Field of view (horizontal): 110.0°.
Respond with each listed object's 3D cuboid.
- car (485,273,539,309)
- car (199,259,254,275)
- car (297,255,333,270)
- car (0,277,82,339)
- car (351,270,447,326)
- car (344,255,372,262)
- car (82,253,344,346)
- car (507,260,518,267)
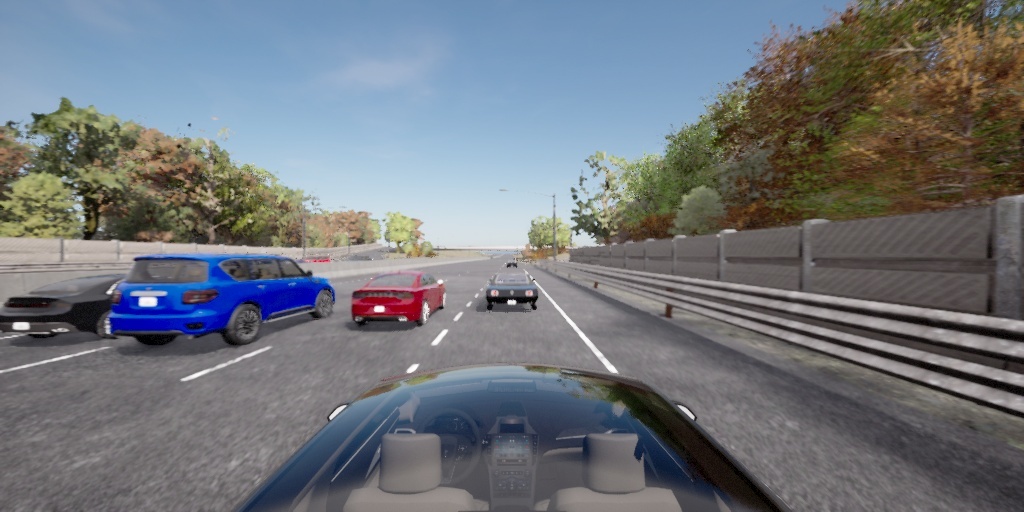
[{"bbox_3d":[0.000,1.320,14.714,1.895,1.301,4.718,0,0,0],"label":"car"},{"bbox_3d":[-31.520,1.176,39.856,2.128,1.511,4.902,0,1,1],"label":"car"},{"bbox_3d":[-28.039,0.907,51.286,2.150,2.045,5.566,0,0,1],"label":"car"},{"bbox_3d":[-10.399,1.234,10.023,1.837,1.490,4.892,0,0,0],"label":"car"},{"bbox_3d":[-3.397,1.203,11.654,1.882,1.535,5.008,0,0,0],"label":"car"},{"bbox_3d":[-21.053,0.906,48.958,2.150,2.045,5.566,0,0,1],"label":"car"},{"bbox_3d":[-6.902,0.952,9.481,2.150,2.045,5.566,0,0,0],"label":"car"},{"bbox_3d":[0.054,1.282,63.368,1.895,1.301,4.718,0,0,1],"label":"car"}]
